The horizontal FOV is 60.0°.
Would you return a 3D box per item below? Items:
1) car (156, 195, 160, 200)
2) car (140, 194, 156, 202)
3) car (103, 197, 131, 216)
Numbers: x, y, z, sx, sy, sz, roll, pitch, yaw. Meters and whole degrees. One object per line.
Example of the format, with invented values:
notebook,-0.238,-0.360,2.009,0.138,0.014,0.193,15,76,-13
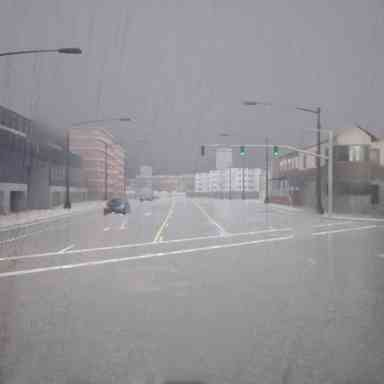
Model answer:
car,-9.064,1.340,84.807,2.033,1.411,5.357,0,-1,-2
car,-8.265,1.059,59.668,2.128,1.511,4.902,0,1,-2
car,-7.428,1.359,33.287,2.097,1.767,4.553,0,1,-2
